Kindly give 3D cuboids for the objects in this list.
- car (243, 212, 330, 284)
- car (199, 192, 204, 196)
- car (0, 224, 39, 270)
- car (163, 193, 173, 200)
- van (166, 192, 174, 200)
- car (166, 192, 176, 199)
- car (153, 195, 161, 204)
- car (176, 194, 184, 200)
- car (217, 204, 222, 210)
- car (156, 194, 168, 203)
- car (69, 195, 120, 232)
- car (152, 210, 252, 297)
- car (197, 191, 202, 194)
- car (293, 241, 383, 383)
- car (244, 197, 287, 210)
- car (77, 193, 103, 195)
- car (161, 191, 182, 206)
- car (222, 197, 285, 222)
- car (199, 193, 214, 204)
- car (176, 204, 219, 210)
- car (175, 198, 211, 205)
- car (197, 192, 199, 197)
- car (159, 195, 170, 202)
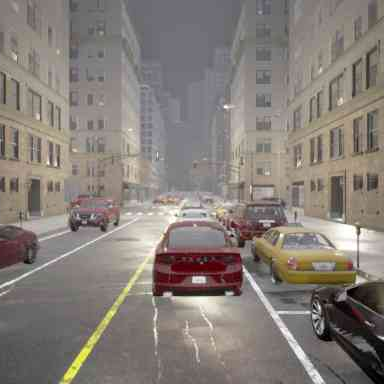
[{"bbox_3d":[2.773,1.519,9.315,1.752,1.417,4.829,0,0,0],"label":"car"},{"bbox_3d":[2.818,1.270,68.925,1.752,1.417,4.829,1,0,0],"label":"car"},{"bbox_3d":[-5.754,1.577,9.158,1.802,1.307,4.206,0,0,0],"label":"car"},{"bbox_3d":[-5.698,1.107,79.615,1.967,1.590,4.097,1,0,0],"label":"car"},{"bbox_3d":[-5.693,0.967,85.037,1.690,1.788,3.998,1,0,0],"label":"van"},{"bbox_3d":[-5.689,0.898,90.460,2.192,1.841,5.009,1,0,0],"label":"car"},{"bbox_3d":[-5.716,1.361,57.922,1.887,1.381,4.507,0,0,0],"label":"car"},{"bbox_3d":[-2.943,1.183,80.755,1.812,1.442,4.674,0,0,0],"label":"car"},{"bbox_3d":[2.781,1.558,20.250,1.802,1.307,4.206,0,0,0],"label":"car"},{"bbox_3d":[-5.711,1.223,63.345,1.967,1.590,4.097,1,0,0],"label":"car"},{"bbox_3d":[-5.744,1.291,20.264,2.192,1.841,5.009,0,0,0],"label":"car"},{"bbox_3d":[0.078,1.473,8.636,1.882,1.535,5.008,0,0,-1],"label":"car"},{"bbox_3d":[2.835,1.023,90.448,1.967,1.590,4.097,1,0,0],"label":"car"},{"bbox_3d":[2.768,1.566,3.594,1.947,1.339,4.313,0,0,0],"label":"car"},{"bbox_3d":[9.041,1.393,41.234,4.892,1.490,1.837,0,0,3],"label":"car"},{"bbox_3d":[-13.404,1.156,40.915,5.566,2.045,2.150,0,0,0],"label":"car"},{"bbox_3d":[-3.112,1.203,51.752,2.097,1.767,4.553,0,0,2],"label":"car"},{"bbox_3d":[2.777,1.302,14.699,2.192,1.841,5.009,0,0,0],"label":"car"},{"bbox_3d":[2.809,1.367,57.908,2.008,1.369,4.403,0,0,0],"label":"car"},{"bbox_3d":[0.110,1.510,16.158,1.812,1.442,4.674,0,0,0],"label":"car"},{"bbox_3d":[0.091,1.454,25.300,2.128,1.511,4.902,0,0,0],"label":"car"},{"bbox_3d":[2.826,1.249,79.604,1.802,1.307,4.206,1,0,0],"label":"car"},{"bbox_3d":[-5.707,1.291,68.769,1.887,1.381,4.507,1,0,0],"label":"car"}]
